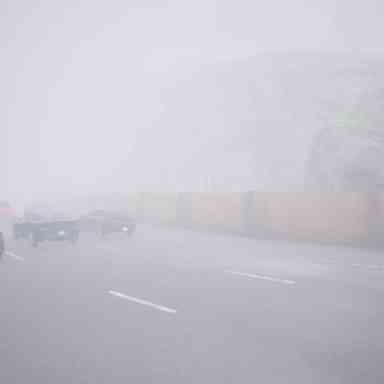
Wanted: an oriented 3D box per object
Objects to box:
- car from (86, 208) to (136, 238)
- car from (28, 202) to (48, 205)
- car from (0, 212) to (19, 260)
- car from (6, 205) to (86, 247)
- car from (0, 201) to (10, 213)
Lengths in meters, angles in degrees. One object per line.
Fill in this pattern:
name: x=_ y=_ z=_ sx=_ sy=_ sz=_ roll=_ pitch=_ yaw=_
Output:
car: x=-4.982 y=1.646 z=18.819 sx=1.837 sy=1.490 sz=4.892 roll=0 pitch=0 yaw=-40
car: x=-14.695 y=1.712 z=31.559 sx=2.128 sy=1.511 sz=4.902 roll=0 pitch=-1 yaw=-37
car: x=-8.137 y=1.570 z=11.764 sx=2.128 sy=1.511 sz=4.902 roll=0 pitch=0 yaw=-44
car: x=-7.082 y=1.590 z=15.840 sx=1.882 sy=1.535 sz=5.008 roll=0 pitch=-1 yaw=-41
car: x=-16.243 y=1.539 z=27.786 sx=2.097 sy=1.767 sz=4.553 roll=0 pitch=-1 yaw=-37
